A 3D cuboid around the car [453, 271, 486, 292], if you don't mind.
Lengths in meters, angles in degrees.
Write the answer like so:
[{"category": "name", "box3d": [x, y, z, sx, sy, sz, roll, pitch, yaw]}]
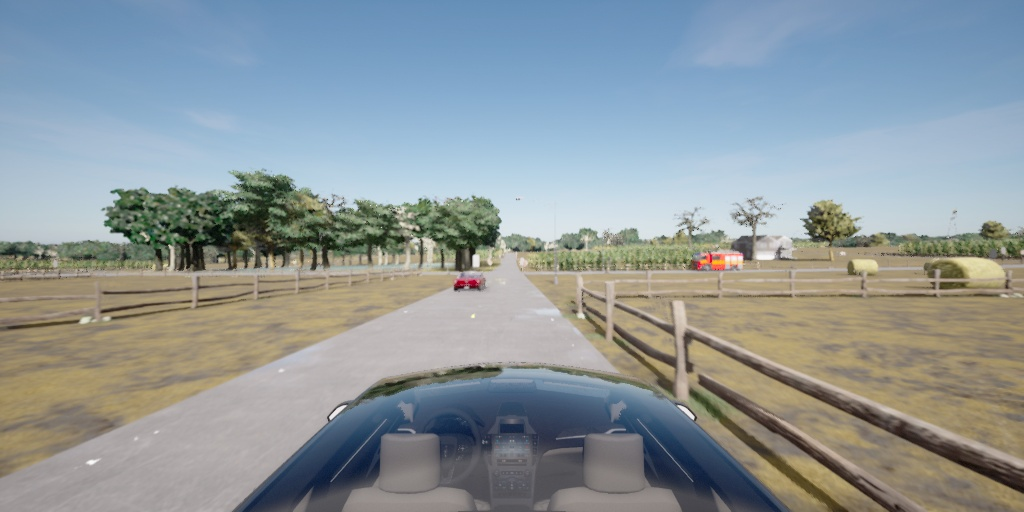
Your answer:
[{"category": "car", "box3d": [-2.843, 1.721, 24.717, 1.895, 1.301, 4.718, 0, -1, 0]}]
